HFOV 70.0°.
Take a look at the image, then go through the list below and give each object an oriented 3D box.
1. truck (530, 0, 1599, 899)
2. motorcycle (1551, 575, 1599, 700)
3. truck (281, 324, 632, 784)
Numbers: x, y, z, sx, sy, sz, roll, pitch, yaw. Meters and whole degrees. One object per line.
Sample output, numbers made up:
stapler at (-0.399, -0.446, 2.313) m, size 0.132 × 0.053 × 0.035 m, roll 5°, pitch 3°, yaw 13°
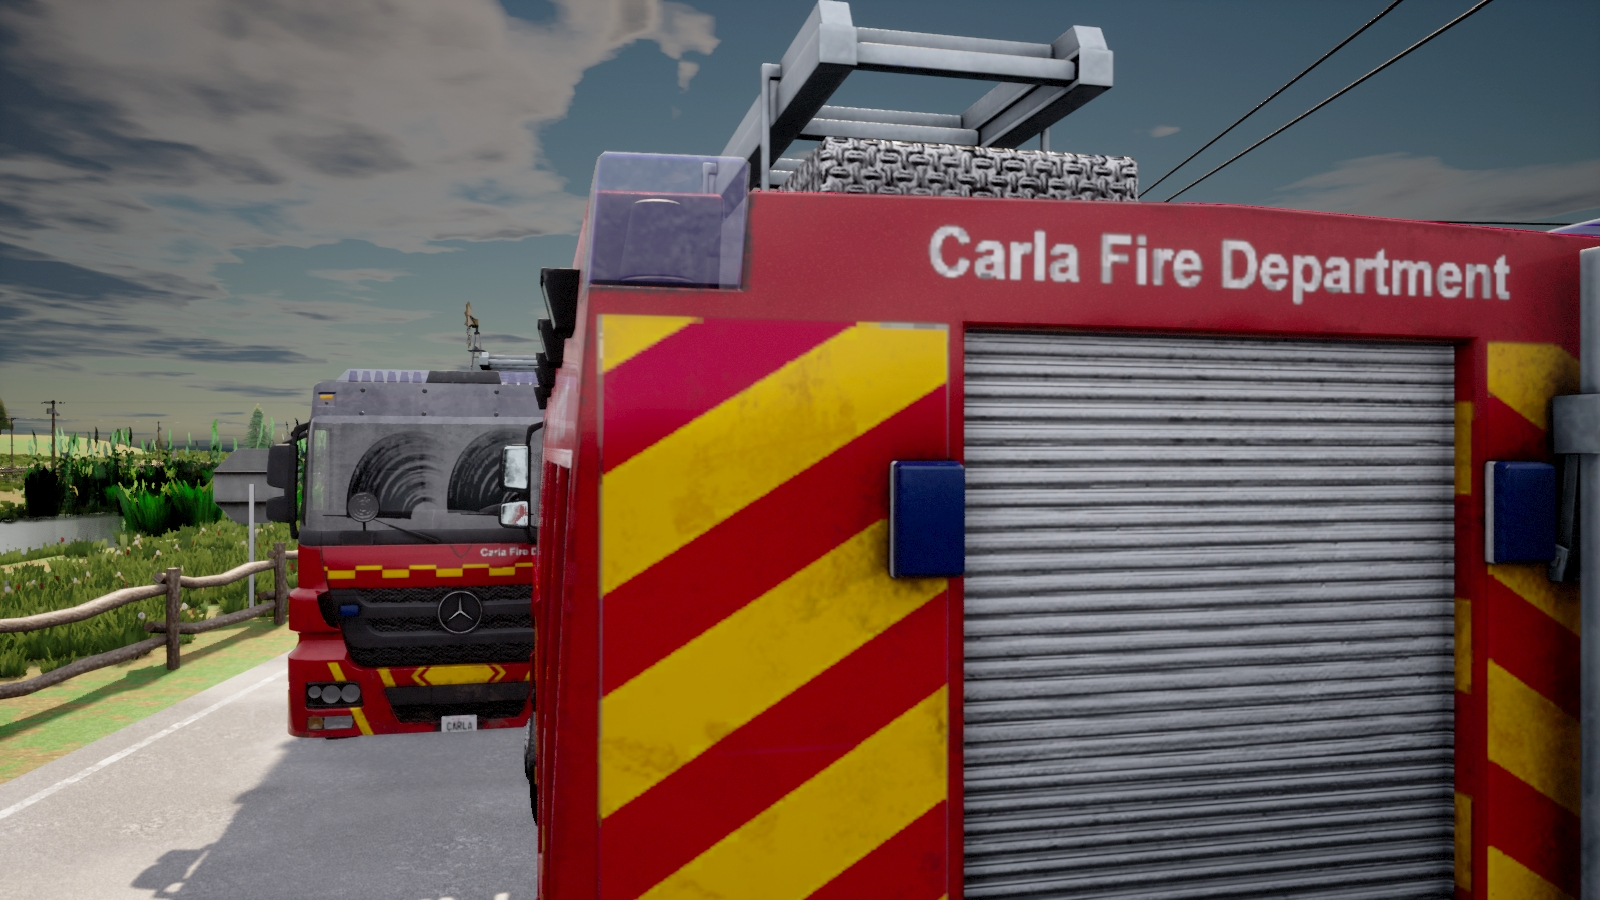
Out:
truck at (-0.134, 0.866, 6.870) m, size 2.891 × 3.827 × 8.468 m, roll 0°, pitch 0°, yaw -13°
motorcycle at (9.815, 2.142, 13.181) m, size 1.805 × 1.316 × 0.856 m, roll 0°, pitch 0°, yaw -7°
truck at (-3.885, 0.862, 13.972) m, size 2.891 × 3.827 × 8.468 m, roll 0°, pitch 0°, yaw -13°
